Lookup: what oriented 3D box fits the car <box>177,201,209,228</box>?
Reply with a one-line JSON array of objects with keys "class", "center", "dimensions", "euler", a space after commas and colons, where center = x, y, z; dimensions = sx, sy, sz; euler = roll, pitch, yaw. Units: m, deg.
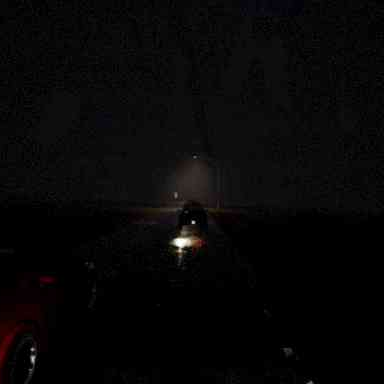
[{"class": "car", "center": [0.083, 1.606, 22.871], "dimensions": [1.837, 1.490, 4.892], "euler": [0, 0, 0]}]

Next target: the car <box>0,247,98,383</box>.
[{"class": "car", "center": [-2.853, 1.580, 4.971], "dimensions": [1.994, 1.385, 4.181], "euler": [0, 0, 0]}]
